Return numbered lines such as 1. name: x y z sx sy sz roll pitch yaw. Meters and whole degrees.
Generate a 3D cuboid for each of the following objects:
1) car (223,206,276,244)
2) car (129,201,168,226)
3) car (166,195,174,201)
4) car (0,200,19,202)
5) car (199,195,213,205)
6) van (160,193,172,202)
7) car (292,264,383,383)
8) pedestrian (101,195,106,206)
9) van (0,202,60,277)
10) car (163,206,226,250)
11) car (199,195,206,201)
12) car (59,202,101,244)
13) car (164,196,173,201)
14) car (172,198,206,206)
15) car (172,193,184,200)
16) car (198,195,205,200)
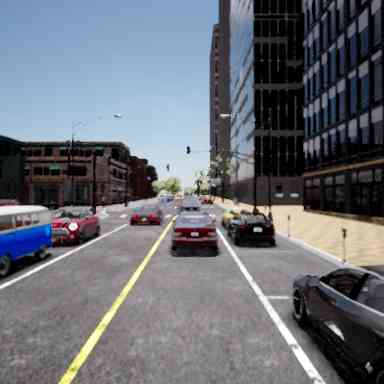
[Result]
1. car: 2.662 1.567 15.533 1.947 1.339 4.313 1 0 0
2. car: -3.057 1.566 23.199 1.994 1.385 4.181 0 0 0
3. car: -5.710 1.576 86.808 1.947 1.339 4.313 1 0 0
4. car: -24.983 1.732 44.315 4.097 1.590 1.967 -1 0 1
5. car: 2.682 1.446 59.124 1.967 1.590 4.097 1 0 0
6. van: -5.701 1.349 70.205 1.690 1.788 3.998 1 0 0
7. car: 2.666 1.566 4.244 1.947 1.339 4.313 1 0 0
8. pedestrian: -12.561 1.361 47.113 0.375 1.860 0.375 0 0 1
9. van: -5.679 1.342 9.940 1.690 1.788 3.998 1 0 0
10. car: 0.096 1.548 14.366 2.033 1.411 5.357 0 0 0
11. car: 2.671 1.536 86.969 1.752 1.417 4.829 1 0 0
12. car: -5.683 1.441 15.584 1.967 1.590 4.097 1 0 0
13. car: -5.708 1.592 81.273 1.802 1.307 4.206 1 0 0
14. car: -0.393 1.550 31.344 2.033 1.411 5.357 0 0 -7
15. car: -3.028 1.364 78.025 2.097 1.767 4.553 0 0 0
16. car: 2.669 1.537 92.503 1.752 1.417 4.829 1 0 0
